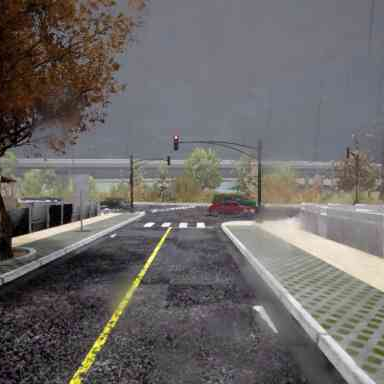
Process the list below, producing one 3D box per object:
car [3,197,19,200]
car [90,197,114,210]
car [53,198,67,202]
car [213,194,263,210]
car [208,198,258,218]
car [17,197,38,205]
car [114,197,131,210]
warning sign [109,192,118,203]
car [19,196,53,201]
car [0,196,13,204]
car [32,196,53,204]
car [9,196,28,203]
[{"bbox_3d":[-35.221,1.850,63.919,4.674,1.442,1.812,-1,2,36],"label":"car"},{"bbox_3d":[-12.989,1.723,43.620,4.902,1.511,2.128,-1,2,36],"label":"car"},{"bbox_3d":[-22.202,1.721,54.351,4.892,1.490,1.837,0,2,36],"label":"car"},{"bbox_3d":[4.622,1.206,34.822,5.566,2.045,2.150,0,2,36],"label":"car"},{"bbox_3d":[3.673,1.592,31.543,4.674,1.442,1.812,0,2,36],"label":"car"},{"bbox_3d":[-32.651,1.745,66.066,4.674,1.442,1.812,-1,2,36],"label":"car"},{"bbox_3d":[-10.169,1.466,45.581,4.553,1.767,2.097,-1,2,36],"label":"car"},{"bbox_3d":[-14.237,0.994,60.239,1.060,1.860,1.300,2,1,36],"label":"warning sign"},{"bbox_3d":[-24.368,1.682,51.901,4.553,1.767,2.097,-1,2,36],"label":"car"},{"bbox_3d":[-40.861,1.694,72.029,4.892,1.490,1.837,-1,2,36],"label":"car"},{"bbox_3d":[-30.849,1.629,68.772,4.674,1.442,1.812,-1,2,36],"label":"car"},{"bbox_3d":[-38.974,1.679,74.676,4.718,1.301,1.895,-1,2,36],"label":"car"}]
